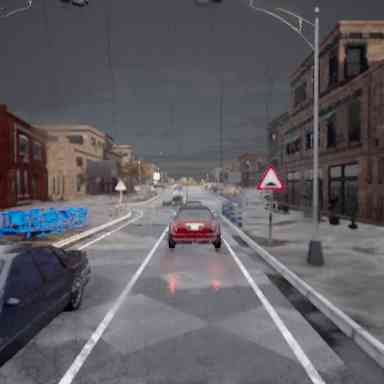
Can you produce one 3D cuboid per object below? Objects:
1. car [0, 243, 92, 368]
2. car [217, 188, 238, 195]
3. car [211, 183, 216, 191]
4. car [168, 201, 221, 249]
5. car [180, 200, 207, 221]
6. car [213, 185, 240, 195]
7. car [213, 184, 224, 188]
[{"bbox_3d":[-3.094,1.554,5.035,2.033,1.411,5.357,0,0,0],"label":"car"},{"bbox_3d":[8.187,-0.180,77.258,4.674,1.452,2.002,0,3,-1],"label":"car"},{"bbox_3d":[8.150,-0.723,82.749,5.566,2.045,2.435,0,3,-1],"label":"car"},{"bbox_3d":[0.101,1.368,14.773,2.097,1.767,4.553,0,0,0],"label":"car"},{"bbox_3d":[0.190,1.462,28.222,2.033,1.411,5.357,0,1,1],"label":"car"},{"bbox_3d":[8.030,-0.091,74.499,5.366,1.575,1.946,0,3,-1],"label":"car"},{"bbox_3d":[8.120,-0.473,80.002,4.553,1.767,2.185,0,3,-1],"label":"car"}]
